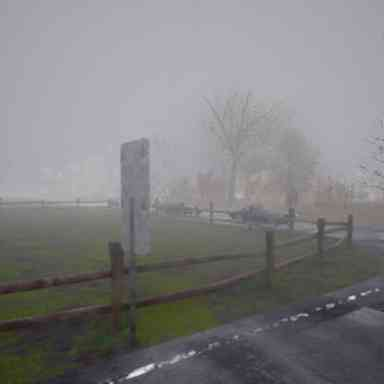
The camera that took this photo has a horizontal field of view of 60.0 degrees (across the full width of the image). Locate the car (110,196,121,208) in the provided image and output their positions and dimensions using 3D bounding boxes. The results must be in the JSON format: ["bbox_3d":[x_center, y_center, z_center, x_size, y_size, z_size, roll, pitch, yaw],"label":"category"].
[{"bbox_3d":[-8.741,1.248,41.064,2.128,1.511,4.902,0,1,-35],"label":"car"}]

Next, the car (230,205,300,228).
[{"bbox_3d":[4.742,1.534,22.026,1.895,1.301,4.718,0,1,-35],"label":"car"}]

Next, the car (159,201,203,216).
[{"bbox_3d":[-1.053,1.459,30.202,1.895,1.301,4.718,0,1,-35],"label":"car"}]
